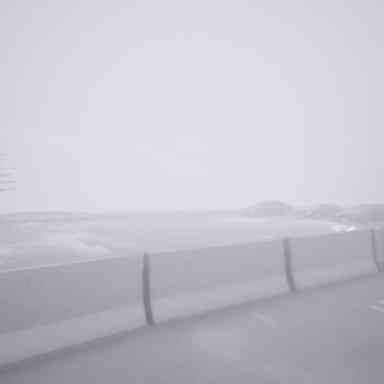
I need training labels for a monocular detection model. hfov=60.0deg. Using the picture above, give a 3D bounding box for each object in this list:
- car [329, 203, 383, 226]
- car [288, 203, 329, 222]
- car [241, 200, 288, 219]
[{"bbox_3d":[12.546,1.526,23.518,5.357,1.411,2.033,0,0,-28],"label":"car"},{"bbox_3d":[10.247,1.566,26.257,4.718,1.301,1.895,0,0,-28],"label":"car"},{"bbox_3d":[6.391,1.453,28.148,4.892,1.490,1.837,0,0,-28],"label":"car"}]
